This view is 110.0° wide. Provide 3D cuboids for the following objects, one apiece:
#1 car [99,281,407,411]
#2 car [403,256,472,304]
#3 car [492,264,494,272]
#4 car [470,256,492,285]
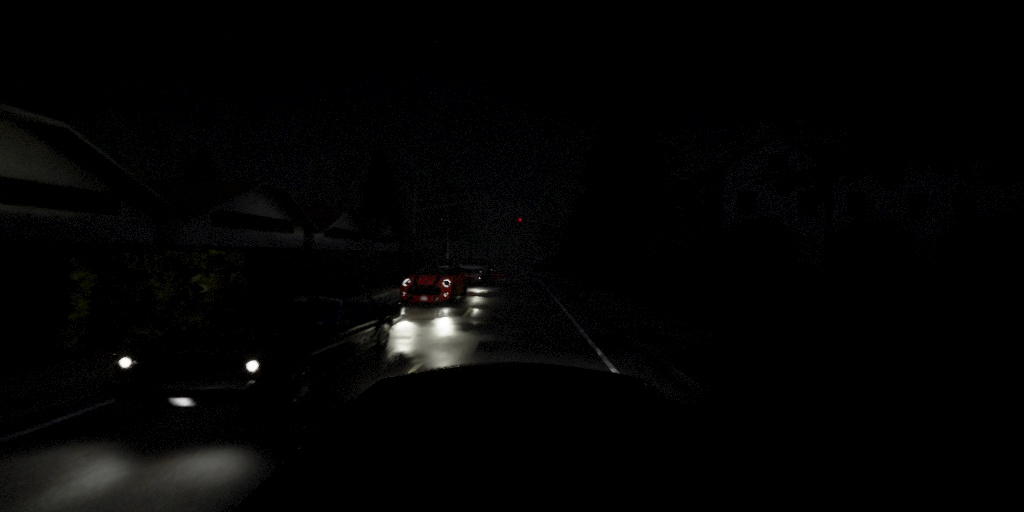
[{"bbox_3d":[-3.539,1.282,6.115,1.895,1.301,4.718,1,0,1],"label":"car"},{"bbox_3d":[-3.288,1.039,15.880,2.097,1.767,4.553,1,0,1],"label":"car"},{"bbox_3d":[-4.304,1.174,39.899,4.892,1.490,1.837,1,-4,30],"label":"car"},{"bbox_3d":[-2.965,1.006,26.157,2.150,2.045,5.566,1,0,1],"label":"car"}]
